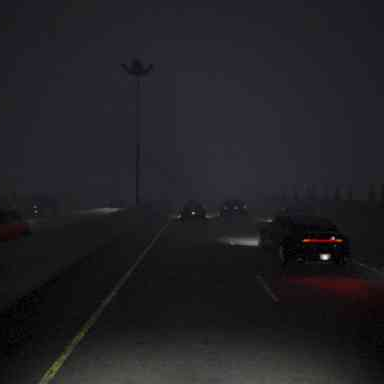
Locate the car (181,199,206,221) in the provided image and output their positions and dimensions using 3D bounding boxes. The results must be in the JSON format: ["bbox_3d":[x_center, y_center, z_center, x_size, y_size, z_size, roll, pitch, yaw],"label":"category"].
[{"bbox_3d":[0.103,1.550,27.111,1.994,1.385,4.181,0,0,0],"label":"car"}]

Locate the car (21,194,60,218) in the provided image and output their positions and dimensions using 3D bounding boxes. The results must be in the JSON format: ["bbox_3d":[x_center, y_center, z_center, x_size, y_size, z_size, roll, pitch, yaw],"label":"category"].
[{"bbox_3d":[-14.106,1.205,30.662,2.150,2.045,5.566,0,0,0],"label":"car"}]

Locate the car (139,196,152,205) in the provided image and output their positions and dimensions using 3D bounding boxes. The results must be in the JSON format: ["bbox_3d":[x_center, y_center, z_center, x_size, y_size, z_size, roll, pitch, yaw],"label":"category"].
[{"bbox_3d":[-7.479,1.463,53.457,2.128,1.511,4.902,0,0,-1],"label":"car"}]

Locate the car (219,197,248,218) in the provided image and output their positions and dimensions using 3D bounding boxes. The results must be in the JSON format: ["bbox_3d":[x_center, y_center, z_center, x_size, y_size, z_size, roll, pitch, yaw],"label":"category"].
[{"bbox_3d":[3.601,1.337,29.596,2.097,1.767,4.553,0,0,0],"label":"car"}]

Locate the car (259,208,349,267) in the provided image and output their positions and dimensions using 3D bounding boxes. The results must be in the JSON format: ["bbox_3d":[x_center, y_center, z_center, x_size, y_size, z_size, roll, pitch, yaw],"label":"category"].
[{"bbox_3d":[3.602,1.499,11.420,1.837,1.490,4.892,0,0,0],"label":"car"}]

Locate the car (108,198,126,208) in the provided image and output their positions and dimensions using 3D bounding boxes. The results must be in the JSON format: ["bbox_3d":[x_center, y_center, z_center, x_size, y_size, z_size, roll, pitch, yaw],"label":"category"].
[{"bbox_3d":[-10.840,1.575,48.208,1.895,1.301,4.718,0,0,-1],"label":"car"}]

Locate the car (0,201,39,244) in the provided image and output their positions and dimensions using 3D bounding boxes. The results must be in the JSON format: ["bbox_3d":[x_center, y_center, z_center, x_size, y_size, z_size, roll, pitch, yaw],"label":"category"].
[{"bbox_3d":[-7.099,1.346,10.664,2.097,1.767,4.553,0,0,0],"label":"car"}]

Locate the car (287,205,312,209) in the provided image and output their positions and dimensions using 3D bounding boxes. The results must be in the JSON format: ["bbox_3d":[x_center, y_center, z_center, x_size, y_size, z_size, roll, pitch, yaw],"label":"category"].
[{"bbox_3d":[7.104,1.553,22.240,1.994,1.385,4.181,0,0,0],"label":"car"}]
